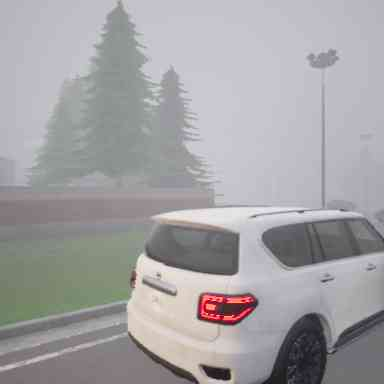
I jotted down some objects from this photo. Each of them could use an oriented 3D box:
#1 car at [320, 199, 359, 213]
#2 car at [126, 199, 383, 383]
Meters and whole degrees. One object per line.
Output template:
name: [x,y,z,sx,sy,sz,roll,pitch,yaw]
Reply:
car: [17.851,1.616,40.527,1.837,1.490,4.892,0,0,-10]
car: [1.702,1.239,5.275,5.566,2.045,2.150,0,0,-39]
